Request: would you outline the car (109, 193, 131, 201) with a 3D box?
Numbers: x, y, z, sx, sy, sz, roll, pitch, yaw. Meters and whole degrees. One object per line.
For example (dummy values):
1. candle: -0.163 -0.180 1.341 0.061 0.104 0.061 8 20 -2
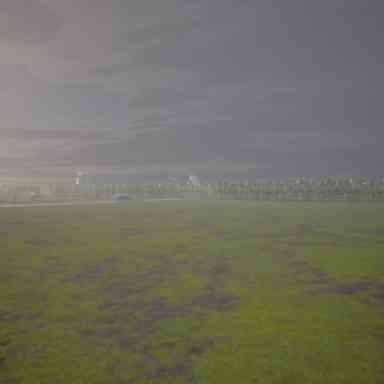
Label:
1. car: -14.270 1.007 66.065 1.812 1.442 4.674 0 1 37
